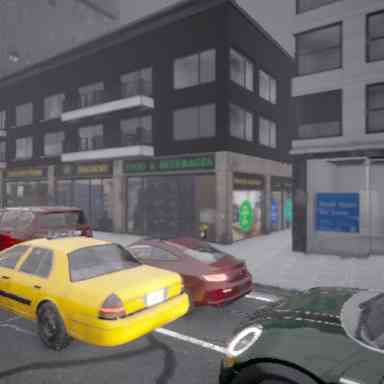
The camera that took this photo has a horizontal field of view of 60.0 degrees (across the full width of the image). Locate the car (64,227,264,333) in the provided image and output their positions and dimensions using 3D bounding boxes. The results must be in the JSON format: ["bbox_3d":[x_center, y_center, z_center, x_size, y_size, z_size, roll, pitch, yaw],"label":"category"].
[{"bbox_3d":[-0.759,1.613,7.309,4.206,1.307,1.802,0,0,36],"label":"car"}]

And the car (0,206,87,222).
[{"bbox_3d":[-5.230,1.357,10.516,5.009,1.841,2.192,0,0,36],"label":"car"}]

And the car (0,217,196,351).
[{"bbox_3d":[-2.601,1.481,6.223,5.366,1.575,1.801,0,0,36],"label":"car"}]

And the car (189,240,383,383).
[{"bbox_3d":[2.453,1.365,2.599,4.553,1.767,2.097,0,0,36],"label":"car"}]
